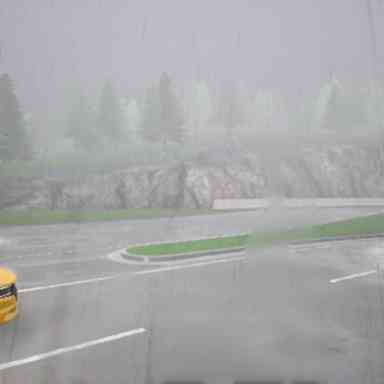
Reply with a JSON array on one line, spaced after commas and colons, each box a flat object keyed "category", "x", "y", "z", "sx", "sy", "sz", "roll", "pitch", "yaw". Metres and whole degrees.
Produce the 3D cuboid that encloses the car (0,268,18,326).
[{"category": "car", "x": -5.111, "y": 1.474, "z": 4.396, "sx": 5.008, "sy": 1.535, "sz": 1.882, "roll": 0, "pitch": 0, "yaw": -35}]
